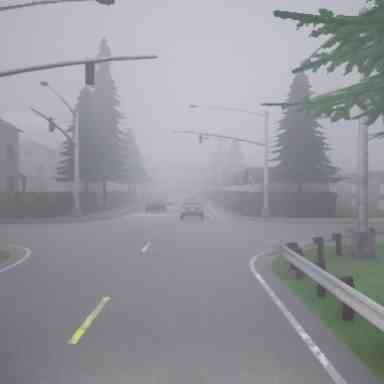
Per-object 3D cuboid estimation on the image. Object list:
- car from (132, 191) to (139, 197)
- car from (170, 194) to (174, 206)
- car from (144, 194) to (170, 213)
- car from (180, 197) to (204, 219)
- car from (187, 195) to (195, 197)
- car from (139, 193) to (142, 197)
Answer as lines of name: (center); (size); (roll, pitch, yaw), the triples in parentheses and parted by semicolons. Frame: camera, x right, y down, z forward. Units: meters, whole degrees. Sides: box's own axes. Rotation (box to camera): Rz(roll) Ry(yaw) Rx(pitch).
car: (-17.088, 0.566, 89.466); (3.866, 1.878, 1.905); (0, 0, -1)
car: (-3.742, 1.082, 46.996); (2.097, 1.767, 4.553); (0, 0, 0)
car: (-3.710, 1.277, 34.919); (1.882, 1.535, 5.008); (0, 0, 0)
car: (0.005, 1.390, 27.241); (2.033, 1.411, 5.357); (0, 0, 0)
car: (-0.206, 1.260, 59.112); (1.895, 1.301, 4.718); (0, 0, 0)
car: (-16.508, 0.830, 92.797); (3.806, 1.475, 1.970); (0, 0, -1)
